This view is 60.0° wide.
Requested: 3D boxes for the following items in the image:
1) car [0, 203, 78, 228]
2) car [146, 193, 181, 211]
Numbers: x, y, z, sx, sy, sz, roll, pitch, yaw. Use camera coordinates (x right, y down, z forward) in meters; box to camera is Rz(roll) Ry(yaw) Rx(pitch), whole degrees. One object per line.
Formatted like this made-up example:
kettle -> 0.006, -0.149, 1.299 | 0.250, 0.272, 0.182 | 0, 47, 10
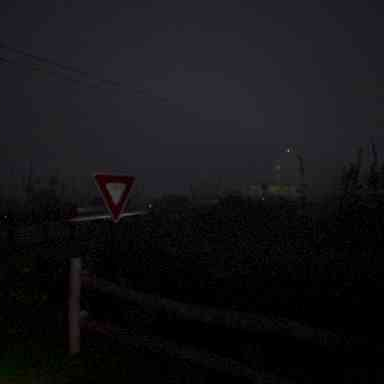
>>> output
car -> -9.699, 1.415, 20.839 | 1.895, 1.301, 4.718 | 0, 2, 37
car -> -2.143, 0.901, 30.877 | 2.128, 1.511, 4.902 | 0, 1, 37
